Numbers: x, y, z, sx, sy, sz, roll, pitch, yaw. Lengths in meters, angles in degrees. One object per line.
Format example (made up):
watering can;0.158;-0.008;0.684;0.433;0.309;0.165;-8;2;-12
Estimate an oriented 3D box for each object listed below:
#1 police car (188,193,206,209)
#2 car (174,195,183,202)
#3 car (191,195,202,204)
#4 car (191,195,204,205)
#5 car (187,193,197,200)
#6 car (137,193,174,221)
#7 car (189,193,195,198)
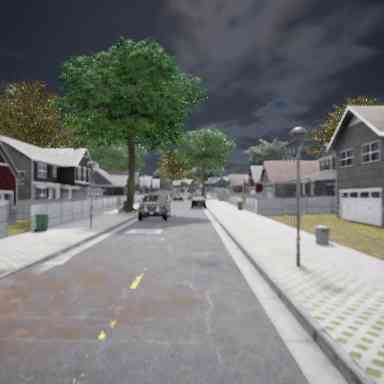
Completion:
police car;0.829;1.242;42.728;1.930;1.638;5.238;0;0;0
car;-2.747;1.263;66.922;1.895;1.301;4.718;0;0;0
car;0.830;1.232;58.622;1.837;1.490;4.892;0;0;0
car;0.829;1.266;52.621;1.837;1.490;4.892;0;0;0
car;0.007;1.001;77.407;2.128;1.511;4.902;0;0;0
car;-2.846;1.122;26.141;2.150;2.045;5.566;0;0;0
car;0.009;0.910;94.924;1.812;1.442;4.674;0;0;0
